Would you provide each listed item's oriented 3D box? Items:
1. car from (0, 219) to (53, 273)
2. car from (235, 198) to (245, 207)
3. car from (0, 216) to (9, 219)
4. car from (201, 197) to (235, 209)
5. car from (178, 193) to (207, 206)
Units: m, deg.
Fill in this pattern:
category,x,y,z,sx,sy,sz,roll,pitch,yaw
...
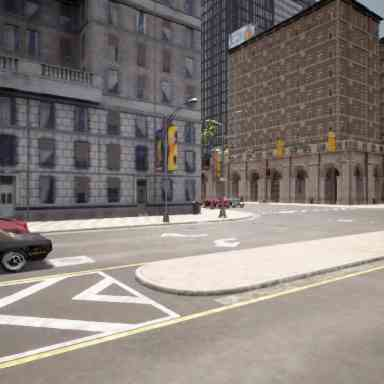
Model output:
category,x,y,z,sx,sy,sz,roll,pitch,yaw
car,-6.535,1.601,9.182,4.718,1.301,1.895,0,0,-35
car,5.663,1.492,49.027,2.128,1.511,4.902,0,0,-35
car,-8.480,1.526,12.087,4.674,1.442,1.812,0,0,-35
car,3.234,1.478,46.396,1.882,1.535,5.008,0,0,-35
car,0.024,1.221,57.127,2.150,2.045,5.566,0,0,-34
